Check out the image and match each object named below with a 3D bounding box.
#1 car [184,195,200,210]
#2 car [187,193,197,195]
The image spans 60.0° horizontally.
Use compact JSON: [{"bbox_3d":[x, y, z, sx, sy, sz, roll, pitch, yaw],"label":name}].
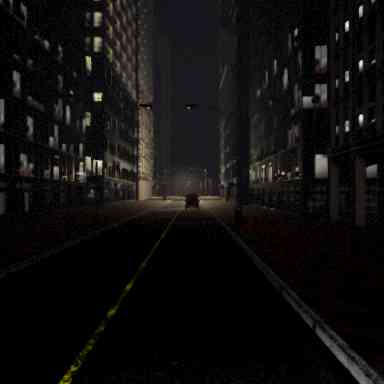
[{"bbox_3d":[0.007,1.495,43.303,1.837,1.490,4.892,0,0,0],"label":"car"},{"bbox_3d":[0.009,1.208,53.426,2.150,2.045,5.566,0,0,0],"label":"car"}]
